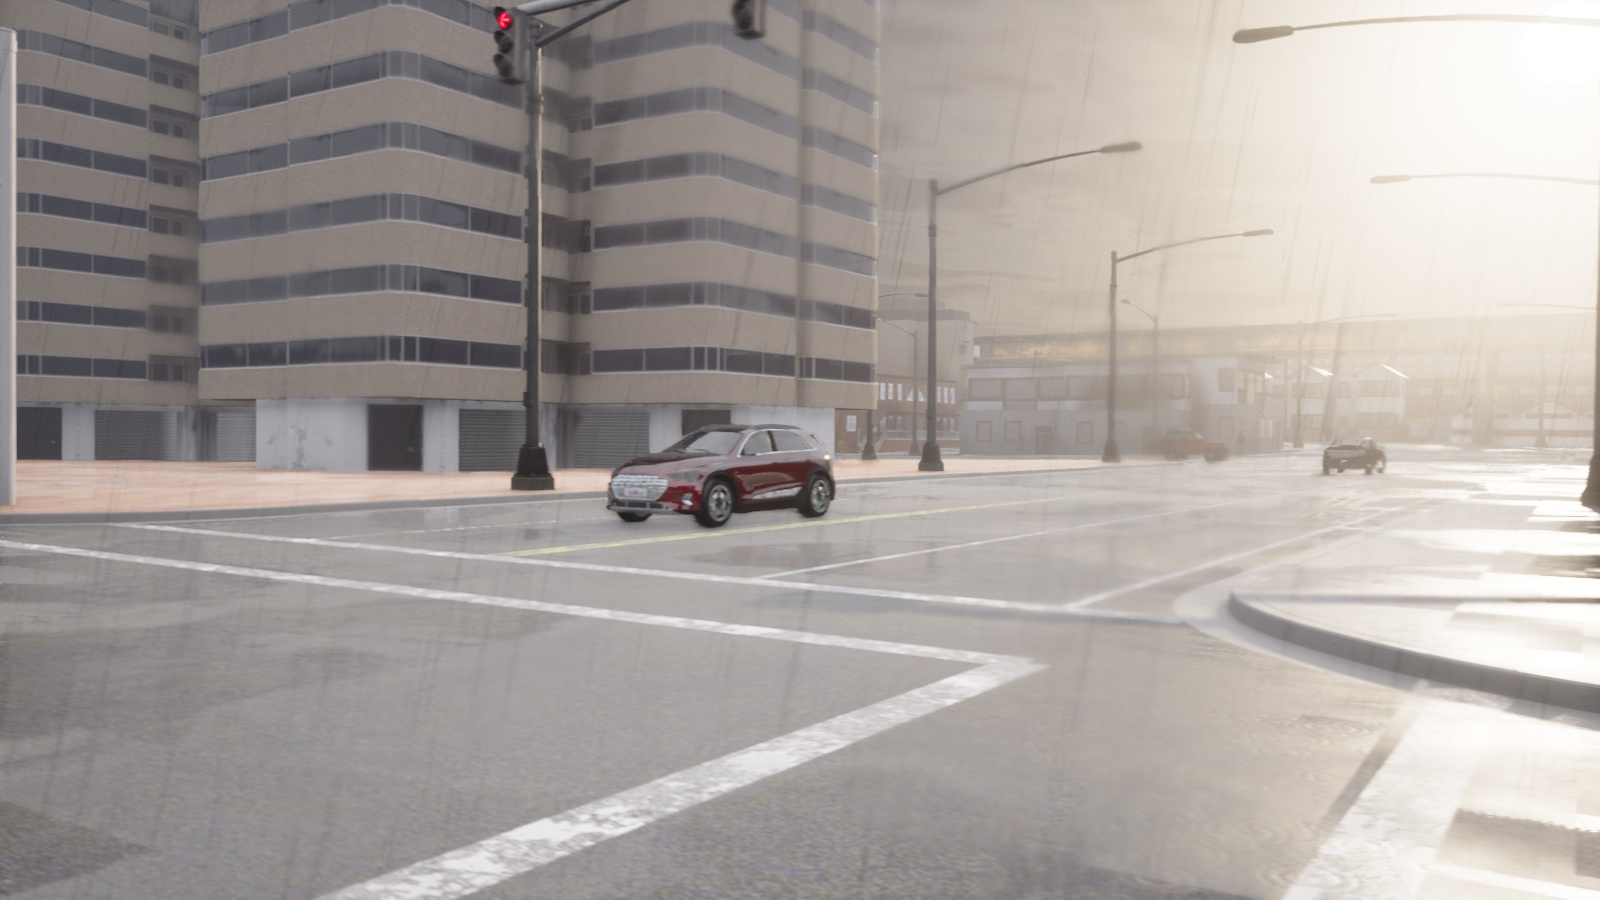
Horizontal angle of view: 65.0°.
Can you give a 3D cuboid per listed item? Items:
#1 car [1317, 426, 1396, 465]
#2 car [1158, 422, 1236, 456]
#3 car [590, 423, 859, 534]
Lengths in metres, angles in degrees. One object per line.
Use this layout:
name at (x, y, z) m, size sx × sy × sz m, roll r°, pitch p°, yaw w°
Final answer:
car at (22.608, -0.212, 50.892) m, size 2.128 × 1.511 × 4.902 m, roll 0°, pitch 1°, yaw 33°
car at (22.973, -0.629, 72.678) m, size 3.866 × 1.878 × 1.905 m, roll 0°, pitch 1°, yaw 36°
car at (-1.118, 0.381, 21.285) m, size 2.033 × 1.649 × 4.856 m, roll 0°, pitch 1°, yaw 33°
